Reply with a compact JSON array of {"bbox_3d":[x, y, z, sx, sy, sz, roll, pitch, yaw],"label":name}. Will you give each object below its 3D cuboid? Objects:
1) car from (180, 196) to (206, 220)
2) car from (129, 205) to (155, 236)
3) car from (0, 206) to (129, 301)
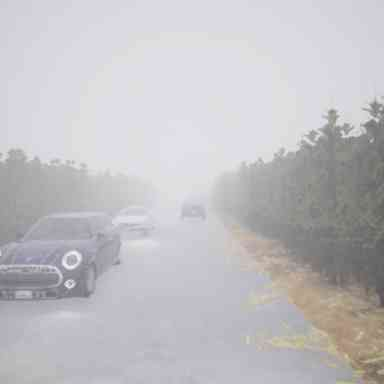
[{"bbox_3d":[0.079,1.333,26.861,1.882,1.535,5.008,0,1,0],"label":"car"},{"bbox_3d":[-3.114,1.485,18.300,1.812,1.442,4.674,0,0,0],"label":"car"},{"bbox_3d":[-3.201,1.354,8.570,2.097,1.767,4.553,0,0,0],"label":"car"}]
